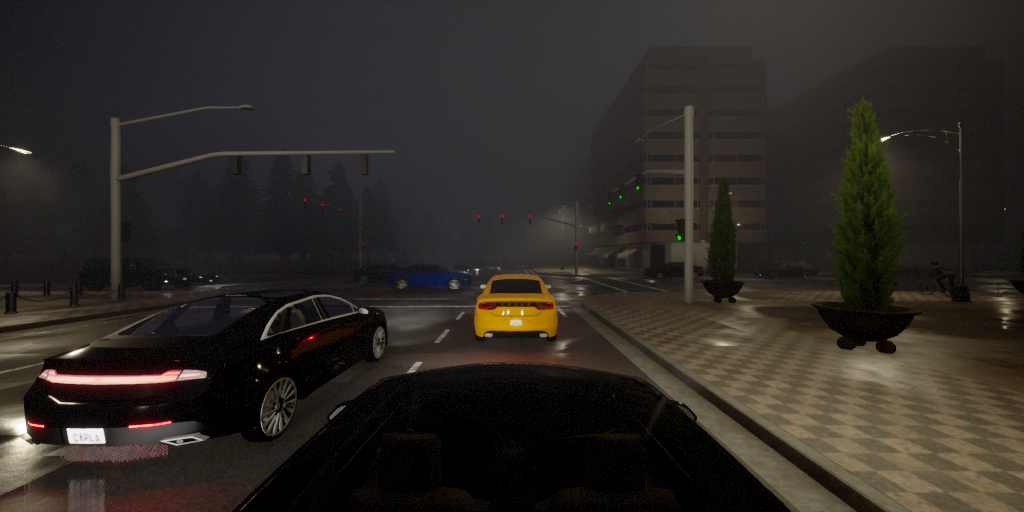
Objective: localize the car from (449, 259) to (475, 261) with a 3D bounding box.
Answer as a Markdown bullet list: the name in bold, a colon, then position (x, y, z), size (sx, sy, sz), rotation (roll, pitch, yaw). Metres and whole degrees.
- **car**: position (-6.678, 1.228, 48.397), size (1.882, 1.535, 5.008), rotation (0, 0, 3)

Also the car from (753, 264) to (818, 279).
- **car**: position (24.709, 1.406, 32.531), size (4.718, 1.301, 1.895), rotation (0, 0, 0)

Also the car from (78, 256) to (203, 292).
- **car**: position (-22.572, 1.027, 21.683), size (5.566, 2.045, 2.150), rotation (0, 0, 0)

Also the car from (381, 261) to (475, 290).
- **car**: position (-4.976, 1.239, 21.742), size (5.008, 1.535, 1.882), rotation (0, 0, 0)

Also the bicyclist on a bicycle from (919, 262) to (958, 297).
- **bicyclist on a bicycle**: position (20.280, 1.106, 17.035), size (0.582, 1.620, 1.656), rotation (0, 0, 0)

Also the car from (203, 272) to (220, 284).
- **car**: position (-23.820, 1.353, 25.181), size (5.357, 1.411, 2.033), rotation (0, 0, 0)

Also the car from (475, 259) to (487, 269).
- **car**: position (-5.515, 1.255, 57.731), size (1.837, 1.490, 4.892), rotation (0, 0, 15)

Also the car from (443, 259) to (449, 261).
- **car**: position (-9.795, 1.228, 52.998), size (1.882, 1.535, 5.008), rotation (0, 0, 7)

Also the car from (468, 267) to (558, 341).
- **car**: position (0.103, 1.228, 9.909), size (1.882, 1.535, 5.008), rotation (0, 0, 0)

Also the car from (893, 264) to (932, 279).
- **car**: position (34.909, 1.406, 32.554), size (4.718, 1.301, 1.895), rotation (0, 0, 0)

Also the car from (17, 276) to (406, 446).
- **car**: position (-3.425, 1.242, 5.325), size (2.128, 1.511, 4.902), rotation (0, 0, 0)

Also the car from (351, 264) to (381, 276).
- **car**: position (-8.669, 1.277, 25.231), size (4.892, 1.490, 1.837), rotation (0, 0, 0)

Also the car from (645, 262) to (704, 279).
- **car**: position (14.633, 1.283, 32.501), size (5.008, 1.535, 1.882), rotation (0, 0, 0)
